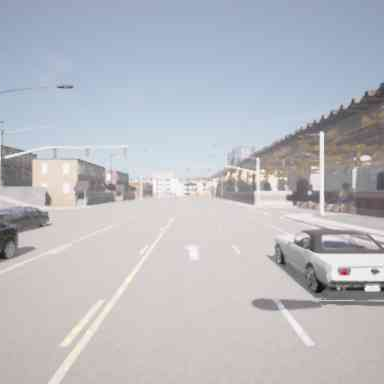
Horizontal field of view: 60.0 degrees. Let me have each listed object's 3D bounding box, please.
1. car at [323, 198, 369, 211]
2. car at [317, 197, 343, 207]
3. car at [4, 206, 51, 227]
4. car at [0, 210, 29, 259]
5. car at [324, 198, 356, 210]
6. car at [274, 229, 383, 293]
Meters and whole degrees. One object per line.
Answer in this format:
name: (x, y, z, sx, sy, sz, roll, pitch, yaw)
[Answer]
car: (19.424, 1.548, 42.172, 2.038, 1.542, 4.974, 0, 0, -36)
car: (19.446, 1.401, 46.818, 1.853, 1.218, 4.536, 0, 0, 44)
car: (-10.553, 1.595, 20.318, 2.033, 1.411, 5.357, 0, 0, 0)
car: (-7.094, 1.501, 9.827, 1.882, 1.535, 5.008, 0, 0, 0)
car: (19.455, 1.390, 42.131, 1.853, 1.218, 4.536, 0, 0, -36)
car: (3.596, 1.621, 8.835, 1.895, 1.301, 4.718, 0, 0, 0)
